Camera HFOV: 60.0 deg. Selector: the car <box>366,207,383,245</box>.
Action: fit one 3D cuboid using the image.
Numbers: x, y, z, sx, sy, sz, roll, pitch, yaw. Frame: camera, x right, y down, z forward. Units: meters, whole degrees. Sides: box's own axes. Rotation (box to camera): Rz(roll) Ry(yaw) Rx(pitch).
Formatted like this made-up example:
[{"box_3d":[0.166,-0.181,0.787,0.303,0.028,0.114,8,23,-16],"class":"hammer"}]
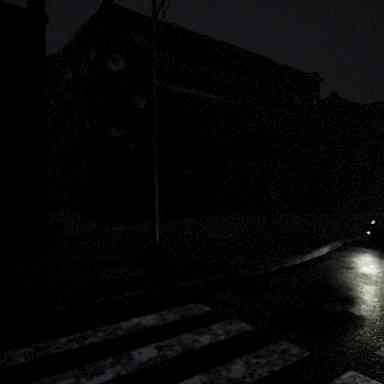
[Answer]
[{"box_3d":[9.655,1.253,14.557,5.566,2.045,2.150,1,-1,-43],"class":"car"}]
